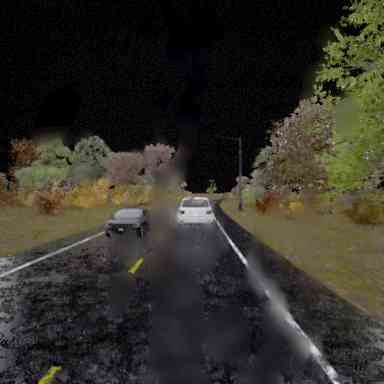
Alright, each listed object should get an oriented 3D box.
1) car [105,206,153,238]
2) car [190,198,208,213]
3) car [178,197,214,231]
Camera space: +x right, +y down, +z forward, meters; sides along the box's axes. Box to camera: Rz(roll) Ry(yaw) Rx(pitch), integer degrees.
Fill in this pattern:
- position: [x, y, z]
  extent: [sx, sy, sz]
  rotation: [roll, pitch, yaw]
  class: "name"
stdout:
- position: [-3.414, 1.589, 18.772]
  extent: [1.882, 1.535, 5.008]
  rotation: [0, -1, 1]
  class: "car"
- position: [0.949, 1.625, 42.216]
  extent: [2.097, 1.767, 4.553]
  rotation: [0, 0, 3]
  class: "car"
- position: [0.266, 1.357, 22.026]
  extent: [2.150, 2.045, 5.566]
  rotation: [0, 0, 1]
  class: "car"
